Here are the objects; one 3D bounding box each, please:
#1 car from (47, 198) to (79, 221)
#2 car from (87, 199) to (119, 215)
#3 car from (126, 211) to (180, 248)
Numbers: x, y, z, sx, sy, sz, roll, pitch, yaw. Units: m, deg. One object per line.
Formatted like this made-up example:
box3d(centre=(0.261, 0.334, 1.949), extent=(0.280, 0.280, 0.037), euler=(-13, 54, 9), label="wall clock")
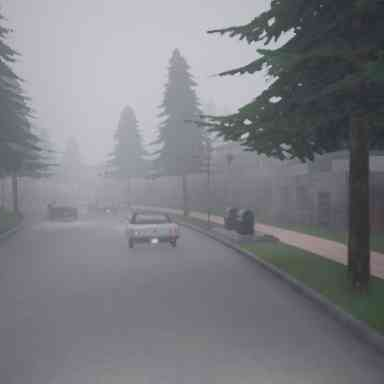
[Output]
box3d(centre=(-9.888, 1.234, 25.388), extent=(1.882, 1.535, 5.008), euler=(0, 1, -27), label="car")
box3d(centre=(-8.166, 1.300, 30.055), extent=(1.895, 1.301, 4.718), euler=(-1, 1, -29), label="car")
box3d(centre=(-1.853, 1.451, 14.177), extent=(1.895, 1.301, 4.718), euler=(0, 1, -13), label="car")
